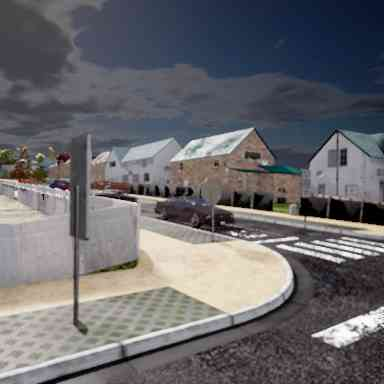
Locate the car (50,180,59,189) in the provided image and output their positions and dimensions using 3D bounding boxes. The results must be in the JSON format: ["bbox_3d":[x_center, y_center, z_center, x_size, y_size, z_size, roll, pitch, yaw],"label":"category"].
[{"bbox_3d":[-20.454,-1.084,51.550,2.097,1.767,4.553,1,2,-35],"label":"car"}]

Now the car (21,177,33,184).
[{"bbox_3d":[-40.243,-2.810,81.143,2.097,1.767,4.553,-3,3,-35],"label":"car"}]

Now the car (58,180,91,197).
[{"bbox_3d":[-12.119,-0.242,34.845,2.097,1.767,4.553,1,2,-35],"label":"car"}]

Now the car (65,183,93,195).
[{"bbox_3d":[-14.880,-0.432,43.748,2.033,1.411,5.357,1,2,-35],"label":"car"}]

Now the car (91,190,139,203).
[{"bbox_3d":[-5.956,0.516,26.101,1.895,1.301,4.718,1,2,-35],"label":"car"}]

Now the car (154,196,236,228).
[{"bbox_3d":[-0.066,0.948,17.767,2.033,1.411,5.357,1,2,-35],"label":"car"}]
